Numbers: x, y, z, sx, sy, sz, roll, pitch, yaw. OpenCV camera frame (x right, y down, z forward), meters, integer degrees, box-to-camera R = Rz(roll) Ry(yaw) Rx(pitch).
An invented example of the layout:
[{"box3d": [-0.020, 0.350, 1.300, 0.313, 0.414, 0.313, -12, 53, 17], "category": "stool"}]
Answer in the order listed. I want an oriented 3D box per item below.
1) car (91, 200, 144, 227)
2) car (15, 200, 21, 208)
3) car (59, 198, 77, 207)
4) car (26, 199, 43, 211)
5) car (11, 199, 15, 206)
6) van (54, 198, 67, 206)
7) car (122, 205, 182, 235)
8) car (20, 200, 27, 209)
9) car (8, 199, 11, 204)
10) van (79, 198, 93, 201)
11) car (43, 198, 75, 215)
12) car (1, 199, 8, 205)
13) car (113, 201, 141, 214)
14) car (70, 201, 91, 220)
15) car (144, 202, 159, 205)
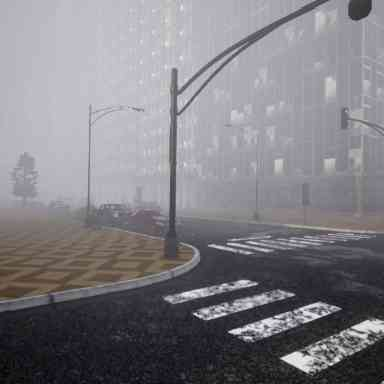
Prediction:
[{"box3d": [-5.487, 1.575, 24.042, 1.967, 1.590, 4.097, 1, -1, -35], "category": "car"}, {"box3d": [-28.278, 2.062, 56.649, 1.887, 1.381, 4.507, 1, -1, -35], "category": "car"}, {"box3d": [-24.666, 2.036, 66.109, 2.192, 1.841, 5.009, 1, -1, -35], "category": "car"}, {"box3d": [-21.767, 1.959, 47.332, 2.008, 1.369, 4.403, 1, -1, -35], "category": "car"}, {"box3d": [-31.535, 2.123, 61.307, 2.008, 1.369, 4.403, 1, -1, -35], "category": "car"}, {"box3d": [-27.921, 2.117, 70.767, 1.690, 1.788, 3.998, 1, -1, -35], "category": "van"}, {"box3d": [-2.232, 1.662, 19.382, 1.802, 1.307, 4.206, 1, -1, -35], "category": "car"}, {"box3d": [-25.023, 2.029, 51.990, 1.947, 1.339, 4.313, 1, -1, -35], "category": "car"}, {"box3d": [-34.791, 2.209, 65.965, 1.802, 1.307, 4.206, 1, -1, -35], "category": "car"}, {"box3d": [-18.154, 1.953, 56.792, 1.690, 1.788, 3.998, 1, -1, -35], "category": "van"}, {"box3d": [-15.255, 1.739, 38.017, 1.967, 1.590, 4.097, 1, -1, -35], "category": "car"}, {"box3d": [-41.302, 2.287, 75.282, 2.008, 1.369, 4.403, 1, -1, -35], "category": "car"}, {"box3d": [-8.483, 1.974, 42.954, 1.752, 1.417, 4.829, 1, -1, -35], "category": "car"}, {"box3d": [-8.646, 1.713, 28.560, 1.752, 1.417, 4.829, 1, -1, -35], "category": "car"}, {"box3d": [-5.130, 1.833, 38.158, 1.967, 1.590, 4.097, 1, -1, -35], "category": "car"}]
